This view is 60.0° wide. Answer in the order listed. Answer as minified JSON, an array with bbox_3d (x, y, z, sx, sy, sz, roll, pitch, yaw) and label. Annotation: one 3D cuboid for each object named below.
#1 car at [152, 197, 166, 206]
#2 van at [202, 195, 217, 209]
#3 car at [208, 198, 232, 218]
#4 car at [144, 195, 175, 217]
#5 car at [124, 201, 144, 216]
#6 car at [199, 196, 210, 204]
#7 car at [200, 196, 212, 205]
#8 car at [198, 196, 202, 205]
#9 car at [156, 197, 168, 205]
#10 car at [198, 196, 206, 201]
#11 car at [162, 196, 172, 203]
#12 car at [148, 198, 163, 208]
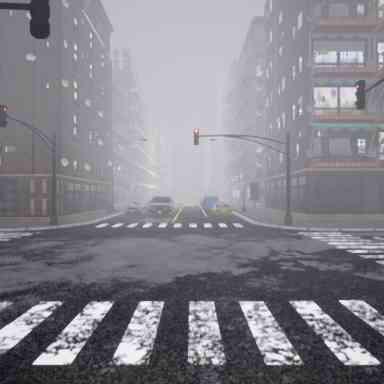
[{"bbox_3d":[-5.392,1.556,55.157,1.752,1.417,4.829,1,0,0],"label":"car"},{"bbox_3d":[2.540,1.360,44.087,1.690,1.788,3.998,1,0,0],"label":"van"},{"bbox_3d":[2.657,1.533,30.253,1.752,1.417,4.829,1,0,0],"label":"car"},{"bbox_3d":[-2.799,1.326,31.276,2.150,2.045,5.566,0,2,0],"label":"car"},{"bbox_3d":[-5.487,1.561,32.696,2.008,1.369,4.403,1,0,0],"label":"car"},{"bbox_3d":[2.470,1.595,66.709,2.008,1.369,4.403,1,0,0],"label":"car"},{"bbox_3d":[2.480,1.477,61.053,1.967,1.590,4.097,1,0,0],"label":"car"},{"bbox_3d":[2.499,1.340,49.740,2.192,1.841,5.009,1,0,0],"label":"car"},{"bbox_3d":[-5.402,1.619,60.985,1.802,1.307,4.206,1,0,0],"label":"car"},{"bbox_3d":[2.443,1.615,83.677,1.887,1.381,4.507,1,0,0],"label":"car"},{"bbox_3d":[-5.420,1.603,72.301,2.008,1.369,4.403,1,0,0],"label":"car"},{"bbox_3d":[-5.384,1.607,49.669,1.802,1.307,4.206,1,0,0],"label":"car"}]
